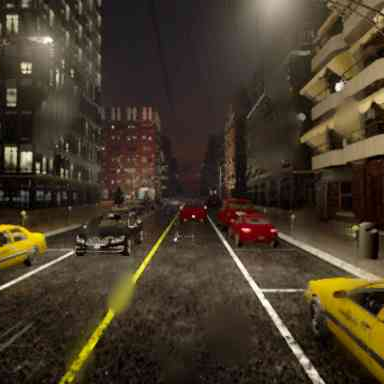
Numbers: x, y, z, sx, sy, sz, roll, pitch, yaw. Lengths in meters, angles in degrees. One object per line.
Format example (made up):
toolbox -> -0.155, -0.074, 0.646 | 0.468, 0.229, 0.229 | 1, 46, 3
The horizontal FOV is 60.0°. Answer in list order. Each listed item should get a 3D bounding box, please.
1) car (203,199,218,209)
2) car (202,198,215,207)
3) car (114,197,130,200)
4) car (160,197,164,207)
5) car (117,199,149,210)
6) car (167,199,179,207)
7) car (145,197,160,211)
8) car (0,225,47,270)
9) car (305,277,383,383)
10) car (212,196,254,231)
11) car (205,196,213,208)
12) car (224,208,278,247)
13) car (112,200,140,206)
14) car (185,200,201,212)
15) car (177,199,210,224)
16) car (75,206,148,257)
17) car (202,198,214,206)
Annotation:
car -> 2.683, 1.683, 48.829 | 1.947, 1.339, 4.313 | 1, 0, 0
car -> 2.684, 1.712, 54.486 | 1.802, 1.307, 4.206 | 1, 0, 0
car -> -18.683, 1.929, 88.531 | 4.313, 1.339, 1.947 | 0, -1, 0
car -> -5.661, 1.571, 54.526 | 1.967, 1.590, 4.097 | 1, 0, 0
car -> -5.670, 1.628, 31.901 | 2.008, 1.369, 4.403 | 1, 0, 0
car -> -3.055, 1.730, 53.952 | 1.895, 1.301, 4.718 | 0, 0, 0
car -> -5.664, 1.545, 43.214 | 1.967, 1.590, 4.097 | 1, 0, 0
car -> -5.677, 1.548, 9.106 | 1.752, 1.417, 4.829 | 1, 0, 0
car -> 2.712, 1.535, 3.749 | 1.752, 1.417, 4.829 | 1, 0, 0
car -> 2.677, 1.365, 20.548 | 2.192, 1.841, 5.009 | 1, 0, 0
car -> 2.684, 1.419, 43.173 | 2.192, 1.841, 5.009 | 1, 0, 0
car -> 2.671, 1.618, 14.892 | 1.802, 1.307, 4.206 | 1, 0, 0
car -> -5.672, 1.615, 26.244 | 2.008, 1.369, 4.403 | 1, 0, 0
car -> 0.113, 1.702, 41.904 | 1.895, 1.301, 4.718 | 0, 0, 0
car -> 0.109, 1.539, 25.172 | 1.882, 1.535, 5.008 | 0, -1, 0
car -> -3.097, 1.537, 13.259 | 1.837, 1.490, 4.892 | 0, 0, 0
car -> 2.856, 1.725, 60.142 | 1.802, 1.307, 4.206 | 1, 0, 0
